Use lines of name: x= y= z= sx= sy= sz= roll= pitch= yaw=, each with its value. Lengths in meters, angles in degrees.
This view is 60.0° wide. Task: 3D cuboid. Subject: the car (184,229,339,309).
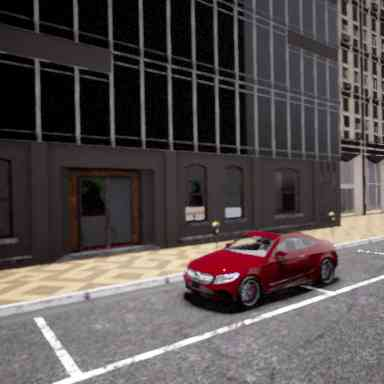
car: x=1.780 y=1.577 z=7.816 sx=4.206 sy=1.307 sz=1.802 roll=-1 pitch=0 yaw=-35
